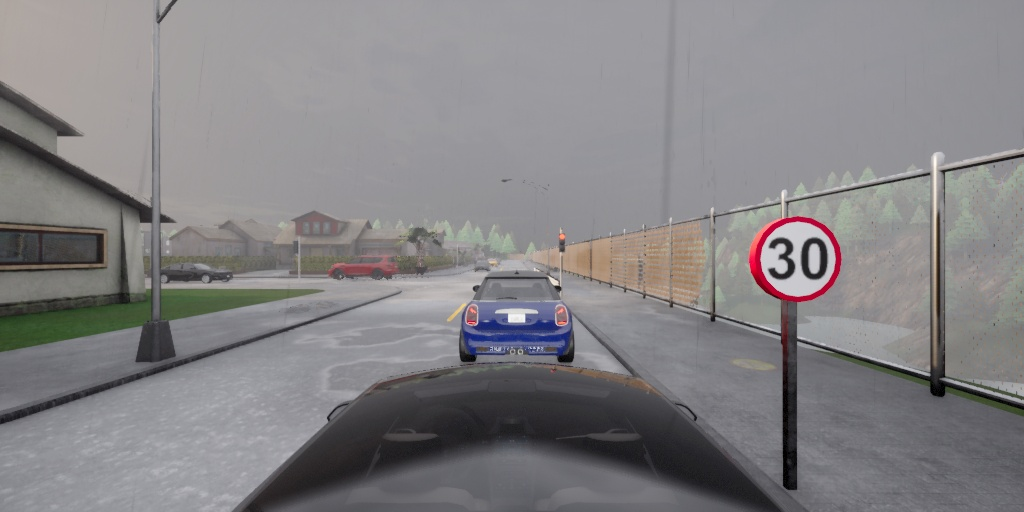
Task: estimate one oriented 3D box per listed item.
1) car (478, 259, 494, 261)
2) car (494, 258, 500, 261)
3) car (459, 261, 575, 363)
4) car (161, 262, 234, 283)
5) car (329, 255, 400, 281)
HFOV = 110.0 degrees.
[{"bbox_3d":[-3.711,1.254,45.016,1.837,1.490,4.892,0,0,1],"label":"car"},{"bbox_3d":[-3.529,1.227,62.094,1.882,1.535,5.008,0,0,1],"label":"car"},{"bbox_3d":[0.117,1.102,8.357,2.097,1.767,4.553,0,0,1],"label":"car"},{"bbox_3d":[-23.612,1.228,26.708,5.008,1.535,1.882,0,0,1],"label":"car"},{"bbox_3d":[-12.287,0.971,30.039,5.566,2.045,2.150,0,1,5],"label":"car"}]
